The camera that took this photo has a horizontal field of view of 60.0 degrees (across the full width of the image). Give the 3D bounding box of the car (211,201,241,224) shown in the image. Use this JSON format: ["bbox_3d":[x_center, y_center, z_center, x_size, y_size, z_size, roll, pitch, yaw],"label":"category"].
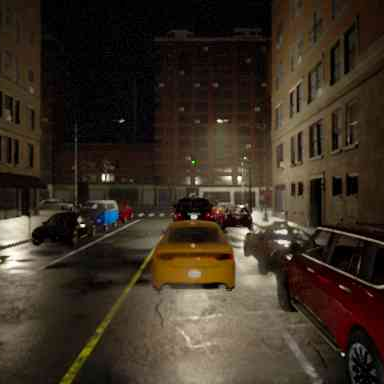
[{"bbox_3d":[2.663,1.570,26.656,1.967,1.590,4.097,1,0,0],"label":"car"}]

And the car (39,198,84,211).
[{"bbox_3d":[-16.727,1.567,42.797,4.902,1.511,2.128,0,-1,0],"label":"car"}]

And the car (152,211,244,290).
[{"bbox_3d":[0.034,1.520,9.245,1.882,1.535,5.008,0,0,0],"label":"car"}]

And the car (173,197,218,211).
[{"bbox_3d":[0.091,1.316,19.133,2.150,2.045,5.566,0,0,0],"label":"car"}]

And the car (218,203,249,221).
[{"bbox_3d":[2.666,1.542,21.173,1.967,1.590,4.097,1,0,0],"label":"car"}]

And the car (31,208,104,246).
[{"bbox_3d":[-5.858,1.640,15.687,1.947,1.339,4.313,1,0,0],"label":"car"}]

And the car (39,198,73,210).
[{"bbox_3d":[-16.528,1.629,39.534,4.718,1.301,1.895,0,-1,1],"label":"car"}]

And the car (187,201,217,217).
[{"bbox_3d":[1.162,1.708,34.972,1.994,1.385,4.181,0,0,19],"label":"car"}]

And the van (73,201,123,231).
[{"bbox_3d":[-5.859,1.443,21.171,1.690,1.788,3.998,1,0,0],"label":"van"}]

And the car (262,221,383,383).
[{"bbox_3d":[2.676,1.336,4.725,2.192,1.841,5.009,1,0,0],"label":"car"}]

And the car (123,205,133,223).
[{"bbox_3d":[-5.863,1.674,26.652,1.887,1.381,4.507,1,0,0],"label":"car"}]

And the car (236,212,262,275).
[{"bbox_3d":[2.670,1.573,10.378,1.752,1.417,4.829,1,0,0],"label":"car"}]
